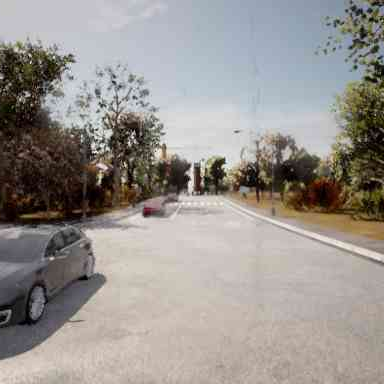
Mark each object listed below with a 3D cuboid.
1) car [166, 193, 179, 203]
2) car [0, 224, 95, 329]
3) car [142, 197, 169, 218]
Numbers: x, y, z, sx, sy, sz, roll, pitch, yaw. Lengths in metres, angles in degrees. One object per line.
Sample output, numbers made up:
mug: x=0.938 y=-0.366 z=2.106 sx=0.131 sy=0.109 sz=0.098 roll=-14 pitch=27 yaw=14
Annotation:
car: x=-3.378 y=0.946 z=56.080 sx=2.097 sy=1.767 sz=4.553 roll=0 pitch=1 yaw=1
car: x=-3.507 y=1.501 z=7.077 sx=1.837 sy=1.490 sz=4.892 roll=0 pitch=0 yaw=0
car: x=-3.518 y=1.559 z=31.649 sx=1.882 sy=1.535 sz=5.008 roll=0 pitch=1 yaw=0
